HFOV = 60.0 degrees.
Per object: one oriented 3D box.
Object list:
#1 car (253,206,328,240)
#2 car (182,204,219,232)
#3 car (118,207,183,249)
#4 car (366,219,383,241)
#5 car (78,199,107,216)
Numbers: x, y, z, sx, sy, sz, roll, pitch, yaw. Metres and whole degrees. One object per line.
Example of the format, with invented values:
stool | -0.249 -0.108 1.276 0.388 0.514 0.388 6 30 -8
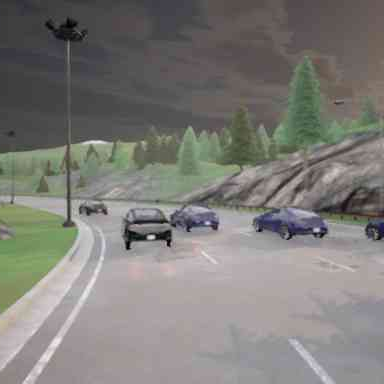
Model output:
car | 4.653 1.412 16.185 1.812 1.442 4.674 0 0 -15
car | 0.091 1.423 19.323 1.812 1.442 4.674 0 0 -18
car | -2.087 1.428 14.450 2.128 1.511 4.902 0 0 -14
car | 8.984 1.401 12.999 1.812 1.442 4.674 0 0 -11
car | -9.260 1.420 31.043 1.812 1.442 4.674 0 0 -31
